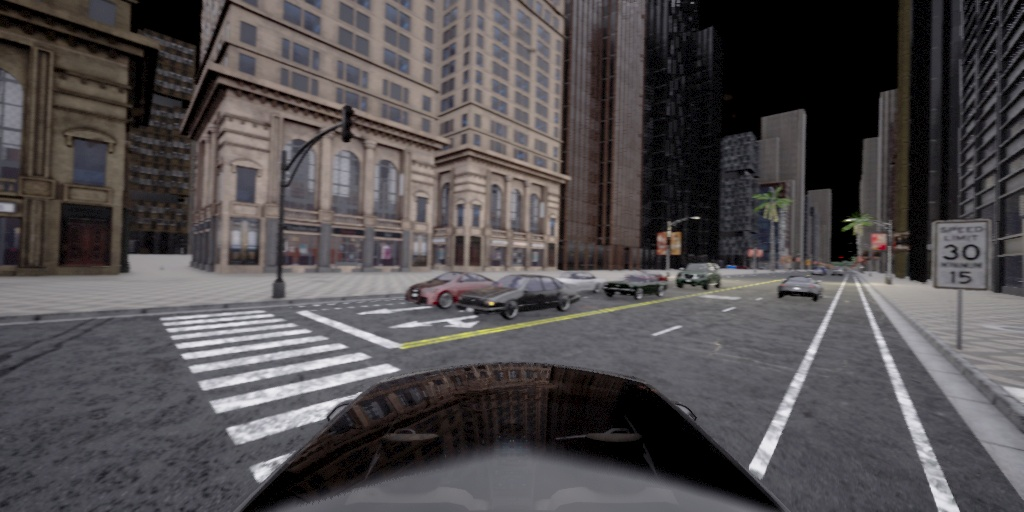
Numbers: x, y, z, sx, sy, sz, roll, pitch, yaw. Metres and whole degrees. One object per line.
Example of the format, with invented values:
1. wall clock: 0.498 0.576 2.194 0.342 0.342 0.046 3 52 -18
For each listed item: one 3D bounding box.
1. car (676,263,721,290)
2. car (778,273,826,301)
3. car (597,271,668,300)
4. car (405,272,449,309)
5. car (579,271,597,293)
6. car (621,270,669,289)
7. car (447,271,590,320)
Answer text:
1. car: 15.169 1.575 28.983 2.150 2.045 5.566 1 0 43
2. car: 18.163 1.943 22.561 1.994 1.385 4.181 1 -1 43
3. car: 7.066 1.677 20.419 1.895 1.301 4.718 1 -1 44
4. car: -2.348 1.358 15.178 1.994 1.385 4.181 1 -1 44
5. car: 3.662 1.599 21.549 1.895 1.301 4.718 1 -1 43
6. car: 10.893 1.846 29.202 1.895 1.301 4.718 1 -1 44
7. car: 0.484 1.400 13.450 2.033 1.411 5.357 1 -1 43
